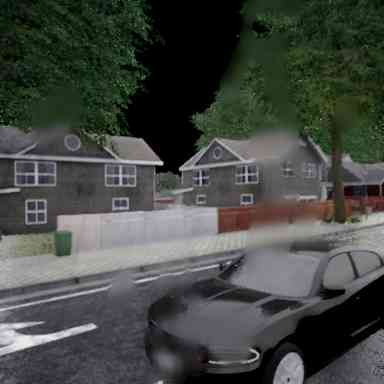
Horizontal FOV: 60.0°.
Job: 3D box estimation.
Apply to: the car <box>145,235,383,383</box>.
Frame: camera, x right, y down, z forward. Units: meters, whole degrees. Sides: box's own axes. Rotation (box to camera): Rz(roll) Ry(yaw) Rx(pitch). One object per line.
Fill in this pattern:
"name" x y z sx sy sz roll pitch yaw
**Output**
"car" 1.633 1.517 5.142 5.008 1.535 1.882 0 -1 -40
